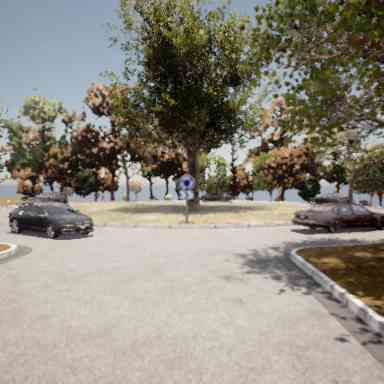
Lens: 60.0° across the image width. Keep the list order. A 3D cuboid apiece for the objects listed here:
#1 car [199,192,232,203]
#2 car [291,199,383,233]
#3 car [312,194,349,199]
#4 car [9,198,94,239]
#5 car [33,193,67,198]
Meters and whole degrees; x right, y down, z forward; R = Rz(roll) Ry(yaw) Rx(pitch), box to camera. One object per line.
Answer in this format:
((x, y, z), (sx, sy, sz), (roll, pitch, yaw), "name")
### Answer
((3.259, 0.754, 46.325), (4.674, 1.442, 1.812), (1, 1, 13), "car")
((7.825, 1.273, 17.222), (5.357, 1.411, 2.033), (0, 1, -19), "car")
((14.797, 0.918, 35.915), (2.128, 1.511, 4.902), (0, 1, -16), "car")
((-6.621, 1.227, 15.520), (4.892, 1.490, 1.837), (1, 1, 35), "car")
((-15.583, 0.854, 35.799), (2.128, 1.511, 4.902), (0, 1, 21), "car")
